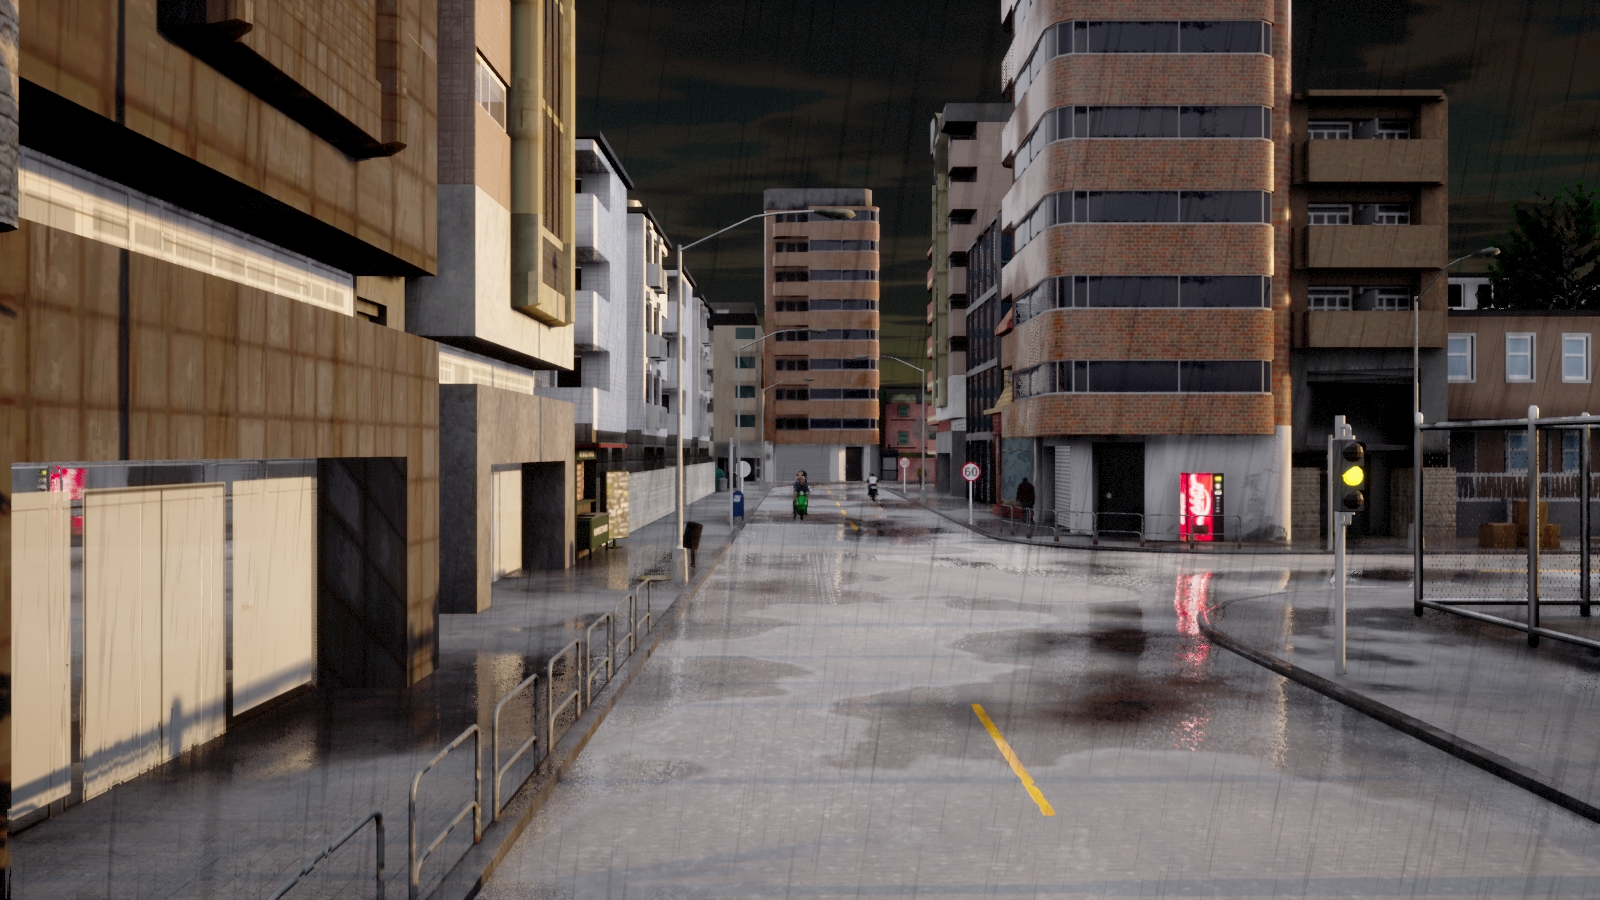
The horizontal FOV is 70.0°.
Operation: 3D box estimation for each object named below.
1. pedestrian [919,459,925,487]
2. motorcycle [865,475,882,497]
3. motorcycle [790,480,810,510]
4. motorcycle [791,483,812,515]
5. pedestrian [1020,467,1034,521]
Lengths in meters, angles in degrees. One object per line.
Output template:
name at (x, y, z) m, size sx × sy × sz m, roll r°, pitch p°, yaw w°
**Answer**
pedestrian at (8.166, 1.536, 76.577) m, size 0.375 × 1.860 × 0.375 m, roll 0°, pitch 0°, yaw 6°
motorcycle at (4.034, 2.003, 63.115) m, size 0.803 × 1.145 × 2.033 m, roll 0°, pitch 0°, yaw 0°
motorcycle at (0.019, 1.970, 50.389) m, size 0.856 × 1.236 × 1.805 m, roll 0°, pitch 0°, yaw 0°
motorcycle at (0.063, 1.970, 46.521) m, size 0.856 × 1.236 × 1.805 m, roll 0°, pitch 0°, yaw 0°
pedestrian at (7.871, 1.523, 39.650) m, size 0.375 × 1.860 × 0.375 m, roll 0°, pitch 0°, yaw -6°
